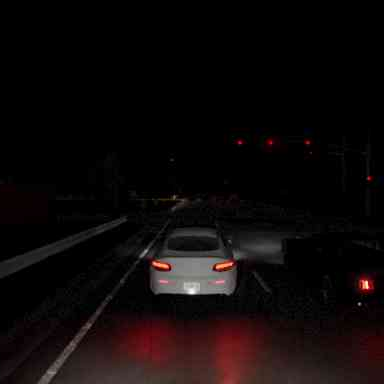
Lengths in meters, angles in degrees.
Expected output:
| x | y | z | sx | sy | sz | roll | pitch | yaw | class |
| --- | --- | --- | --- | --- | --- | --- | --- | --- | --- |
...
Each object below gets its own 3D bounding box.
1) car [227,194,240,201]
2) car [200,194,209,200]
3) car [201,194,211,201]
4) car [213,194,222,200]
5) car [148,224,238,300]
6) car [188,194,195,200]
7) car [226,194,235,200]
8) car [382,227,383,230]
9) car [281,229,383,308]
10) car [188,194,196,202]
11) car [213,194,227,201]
| x | y | z | sx | sy | sz | roll | pitch | yaw | class |
| --- | --- | --- | --- | --- | --- | --- | --- | --- | --- |
| 10.410 | 1.503 | 80.765 | 1.882 | 1.535 | 5.008 | 0 | 0 | 0 | car |
| 3.398 | 1.395 | 91.178 | 2.128 | 1.511 | 4.902 | 0 | 0 | 0 | car |
| 3.409 | 1.381 | 81.144 | 2.097 | 1.767 | 4.553 | 0 | 0 | 0 | car |
| 6.898 | 1.395 | 91.182 | 2.128 | 1.511 | 4.902 | 0 | 0 | 0 | car |
| 0.064 | 1.529 | 8.276 | 1.812 | 1.442 | 4.674 | 0 | 0 | 2 | car |
| -0.102 | 1.370 | 91.174 | 1.837 | 1.490 | 4.892 | 0 | 0 | 0 | car |
| 10.398 | 1.348 | 91.185 | 1.882 | 1.535 | 5.008 | 0 | 0 | 0 | car |
| 7.057 | 1.225 | 8.307 | 2.150 | 2.045 | 5.566 | 0 | 0 | 0 | car |
| 3.554 | 1.604 | 7.889 | 1.895 | 1.301 | 4.718 | 0 | 0 | 0 | car |
| -0.090 | 1.565 | 80.754 | 2.033 | 1.411 | 5.357 | 0 | 0 | 0 | car |
| 6.909 | 1.381 | 81.148 | 2.097 | 1.767 | 4.553 | 0 | 0 | 0 | car |
